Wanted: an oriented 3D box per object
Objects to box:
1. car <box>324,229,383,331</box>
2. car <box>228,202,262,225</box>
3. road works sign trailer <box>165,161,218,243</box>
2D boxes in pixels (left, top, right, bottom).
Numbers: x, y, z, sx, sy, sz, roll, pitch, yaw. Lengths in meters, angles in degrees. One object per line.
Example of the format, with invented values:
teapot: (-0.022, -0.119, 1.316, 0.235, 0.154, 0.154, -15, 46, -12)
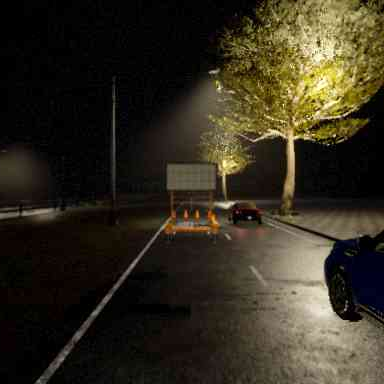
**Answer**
car: (3.596, 1.193, 4.003, 2.150, 2.045, 5.566, 0, 0, 0)
car: (3.578, 1.414, 22.930, 1.812, 1.442, 4.674, 0, 0, 0)
road works sign trailer: (-0.015, 0.370, 15.520, 2.380, 3.560, 2.880, 0, 0, 0)
